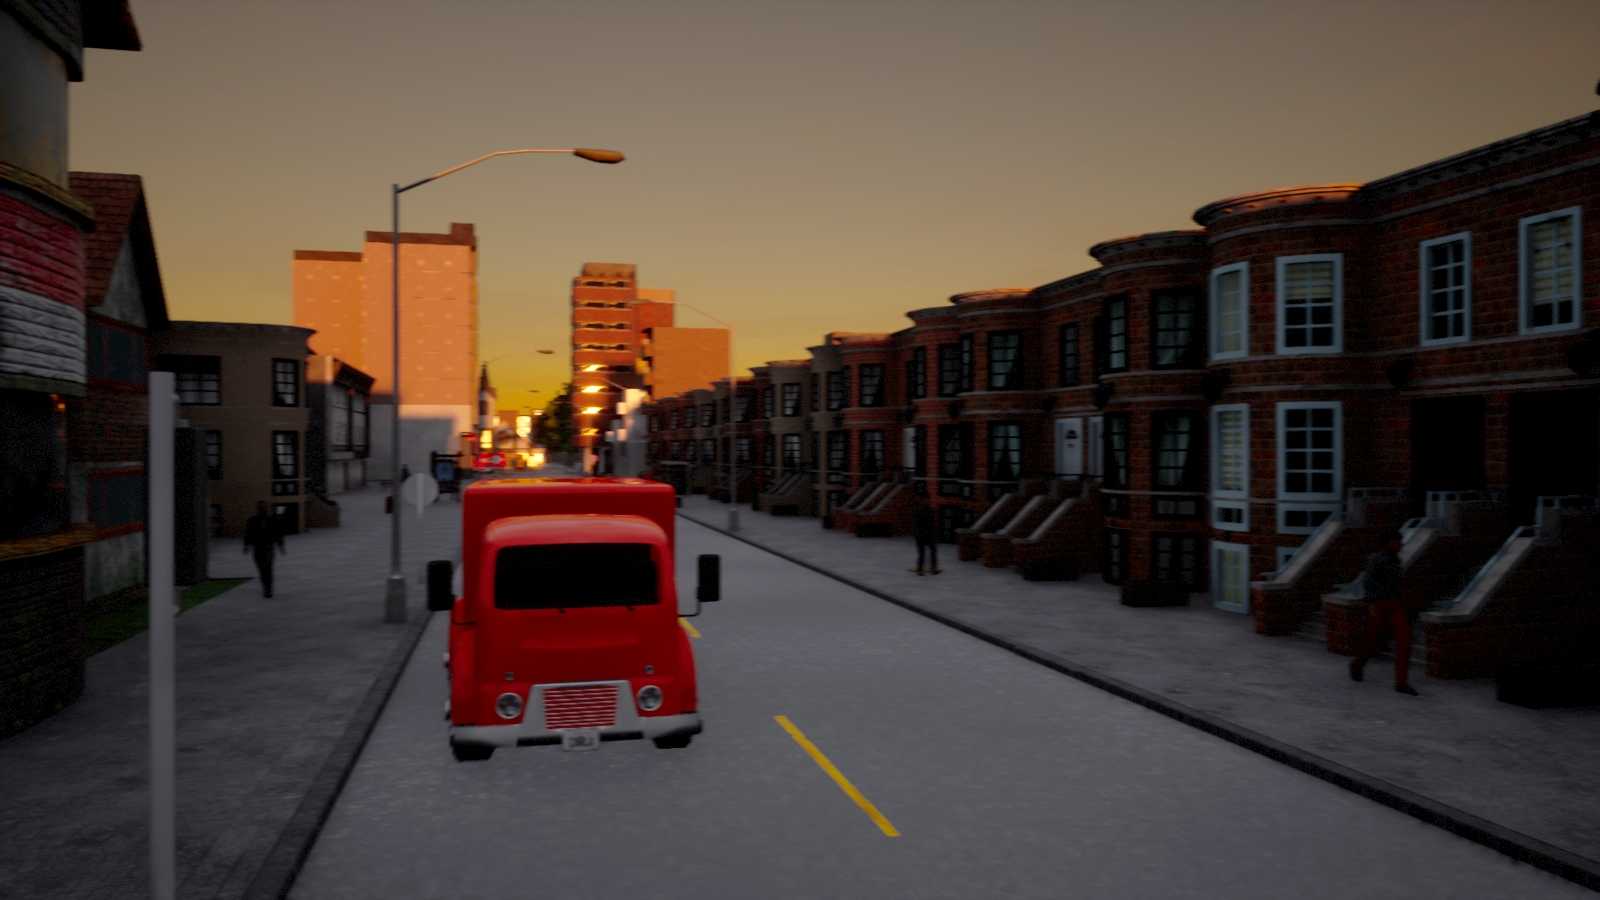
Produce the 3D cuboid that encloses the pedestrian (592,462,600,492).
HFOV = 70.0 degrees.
[{"bbox_3d":[-12.677,1.650,71.022,0.375,1.860,0.375,0,0,10],"label":"pedestrian"}]

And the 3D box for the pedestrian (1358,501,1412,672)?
[{"bbox_3d":[6.549,1.514,12.798,0.375,1.860,0.375,0,0,-16],"label":"pedestrian"}]

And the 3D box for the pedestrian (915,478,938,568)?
[{"bbox_3d":[2.643,1.521,23.875,0.375,1.860,0.375,0,0,-14],"label":"pedestrian"}]

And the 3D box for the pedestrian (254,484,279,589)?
[{"bbox_3d":[-9.584,1.540,20.522,0.375,1.860,0.375,0,0,-20],"label":"pedestrian"}]

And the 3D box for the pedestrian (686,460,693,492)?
[{"bbox_3d":[-6.554,1.536,67.683,0.375,1.860,0.375,0,0,-5],"label":"pedestrian"}]

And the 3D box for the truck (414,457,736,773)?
[{"bbox_3d":[-2.445,1.347,12.018,2.627,2.467,5.204,0,0,-14],"label":"truck"}]
